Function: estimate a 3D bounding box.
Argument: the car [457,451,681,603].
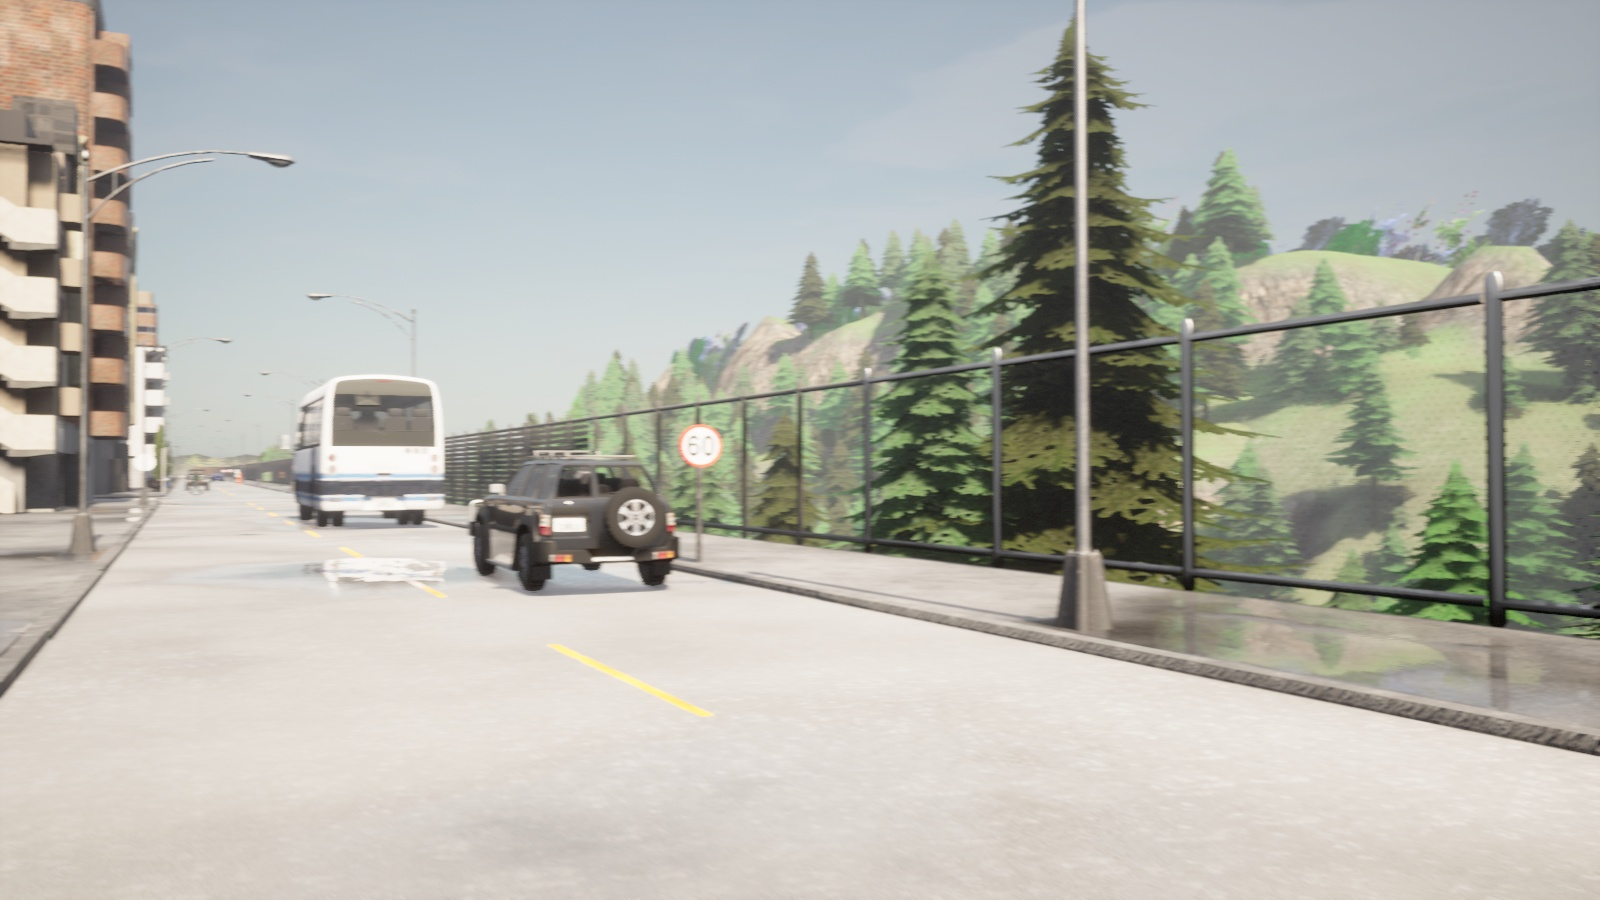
[{"bbox_3d":[-3.440,0.975,17.907,1.932,1.855,4.605,0,-1,-26],"label":"car"}]

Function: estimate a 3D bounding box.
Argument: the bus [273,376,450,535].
[{"bbox_3d":[-13.901,0.252,39.054,3.944,4.253,10.273,0,-1,-26],"label":"bus"}]
